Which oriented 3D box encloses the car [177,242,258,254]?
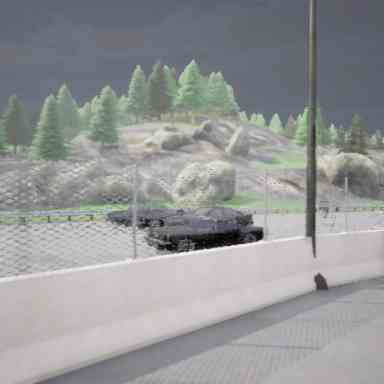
[{"bbox_3d":[0.620,1.581,12.785,4.718,1.301,1.895,0,0,-33],"label":"car"}]
